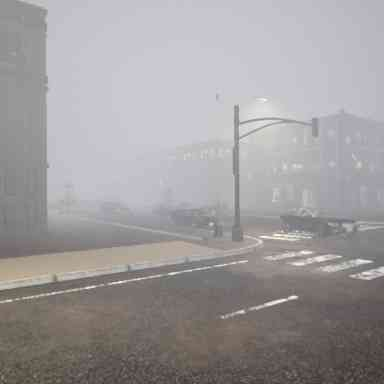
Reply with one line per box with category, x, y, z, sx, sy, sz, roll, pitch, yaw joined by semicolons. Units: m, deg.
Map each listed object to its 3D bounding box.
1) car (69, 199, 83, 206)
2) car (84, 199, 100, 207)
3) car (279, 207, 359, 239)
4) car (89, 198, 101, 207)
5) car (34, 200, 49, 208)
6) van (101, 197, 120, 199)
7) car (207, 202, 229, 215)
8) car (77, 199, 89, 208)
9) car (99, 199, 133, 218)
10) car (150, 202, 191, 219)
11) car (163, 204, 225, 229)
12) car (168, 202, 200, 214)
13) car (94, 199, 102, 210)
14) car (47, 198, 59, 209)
car;-26.701;2.364;76.431;1.947;1.339;4.313;-1;0;-35
car;-20.294;2.227;67.402;1.887;1.381;4.507;-1;0;-35
car;6.571;1.567;17.761;2.128;1.511;4.902;0;-2;-18
car;-17.096;1.940;62.888;2.192;1.841;5.009;-1;0;-35
car;-30.331;2.376;67.066;2.008;1.369;4.403;-1;0;-35
van;-13.892;1.907;58.374;1.690;1.788;3.998;-1;0;-35
car;2.130;1.809;35.805;2.008;1.369;4.403;-2;0;-35
car;-20.193;2.194;62.816;1.812;1.442;4.674;-1;0;-35
car;-7.909;1.846;35.467;1.967;1.590;4.097;-1;0;-35
car;-1.788;1.902;31.337;1.895;1.301;4.718;-1;0;-35
car;0.026;1.814;24.081;1.947;1.339;4.313;-1;0;-35
car;-1.073;1.904;40.319;1.802;1.307;4.206;-2;0;-35
car;-11.069;2.007;44.452;1.812;1.442;4.674;-1;0;-35
car;-23.825;2.233;57.898;1.752;1.417;4.829;-1;0;-35
